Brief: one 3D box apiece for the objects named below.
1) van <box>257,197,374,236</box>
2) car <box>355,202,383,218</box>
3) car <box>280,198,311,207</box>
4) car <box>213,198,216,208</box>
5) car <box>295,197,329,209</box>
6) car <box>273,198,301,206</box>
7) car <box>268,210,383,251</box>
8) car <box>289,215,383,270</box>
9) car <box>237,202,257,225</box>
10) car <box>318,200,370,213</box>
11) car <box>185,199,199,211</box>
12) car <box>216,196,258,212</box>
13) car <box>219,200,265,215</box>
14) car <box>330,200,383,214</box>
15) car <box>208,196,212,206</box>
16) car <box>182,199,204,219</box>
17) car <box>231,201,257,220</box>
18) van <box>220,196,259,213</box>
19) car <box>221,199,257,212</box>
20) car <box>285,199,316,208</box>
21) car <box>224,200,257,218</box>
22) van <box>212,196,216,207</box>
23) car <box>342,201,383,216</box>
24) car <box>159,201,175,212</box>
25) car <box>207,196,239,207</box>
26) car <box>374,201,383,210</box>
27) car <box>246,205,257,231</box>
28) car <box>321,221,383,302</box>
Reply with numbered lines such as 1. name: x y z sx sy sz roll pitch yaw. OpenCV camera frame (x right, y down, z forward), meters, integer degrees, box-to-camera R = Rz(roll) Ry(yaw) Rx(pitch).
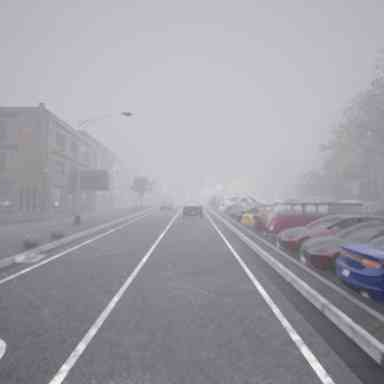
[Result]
1. van: 5.518 1.336 15.289 4.442 1.987 1.878 0 0 0
2. car: 18.719 1.704 32.275 4.792 1.488 2.163 0 0 0
3. car: 18.675 1.948 60.124 5.008 1.535 2.097 0 -1 0
4. car: 5.589 1.774 43.317 4.892 1.521 2.231 0 -1 0
5. car: 18.638 1.724 51.770 4.553 1.767 2.185 0 -1 0
6. car: 18.667 2.030 65.691 5.008 1.535 2.097 0 -1 0
7. car: 5.610 1.575 12.485 4.792 1.488 2.163 0 0 0
8. car: 5.614 1.560 9.682 4.792 1.488 2.163 0 0 0
9. car: 5.812 1.590 20.895 5.366 1.575 1.946 0 0 0
10. car: 18.492 1.745 40.632 5.366 1.575 1.946 0 -1 0
11. car: 0.010 1.863 48.686 1.837 1.490 4.892 0 0 0
12. car: 5.635 1.447 34.910 5.566 2.045 2.435 0 -1 0
13. car: 5.597 1.723 37.711 5.008 1.535 2.097 0 -1 0
14. car: 18.676 1.724 37.846 5.008 1.535 2.097 0 0 0
15. car: 5.618 1.599 51.728 5.566 2.045 2.435 0 -1 0
16. car: 0.089 1.683 31.891 1.882 1.535 5.008 0 -1 0
17. car: 5.617 1.610 23.695 5.008 1.535 2.097 0 0 0
18. van: 5.715 1.522 40.517 4.442 1.987 1.878 0 -1 0
19. car: 5.606 1.675 32.100 4.892 1.521 2.231 0 0 0
20. car: 18.671 1.952 57.336 4.674 1.452 2.002 0 -1 0
21. car: 5.585 1.680 29.302 4.792 1.488 2.163 0 0 0
22. van: 5.476 1.572 46.123 4.442 1.987 1.878 0 -1 0
23. car: 18.656 1.729 35.060 4.792 1.488 2.163 0 -1 0
24. car: -3.346 1.871 45.024 2.033 1.411 5.357 0 -1 0
25. car: 5.619 1.698 60.138 5.566 2.045 2.435 0 -1 0
26. car: 18.666 1.401 29.495 5.566 2.045 2.435 0 -1 0
27. car: 5.660 1.607 18.092 4.792 1.488 2.163 0 0 0
28. car: 5.642 1.514 6.879 5.008 1.535 2.097 0 0 0
